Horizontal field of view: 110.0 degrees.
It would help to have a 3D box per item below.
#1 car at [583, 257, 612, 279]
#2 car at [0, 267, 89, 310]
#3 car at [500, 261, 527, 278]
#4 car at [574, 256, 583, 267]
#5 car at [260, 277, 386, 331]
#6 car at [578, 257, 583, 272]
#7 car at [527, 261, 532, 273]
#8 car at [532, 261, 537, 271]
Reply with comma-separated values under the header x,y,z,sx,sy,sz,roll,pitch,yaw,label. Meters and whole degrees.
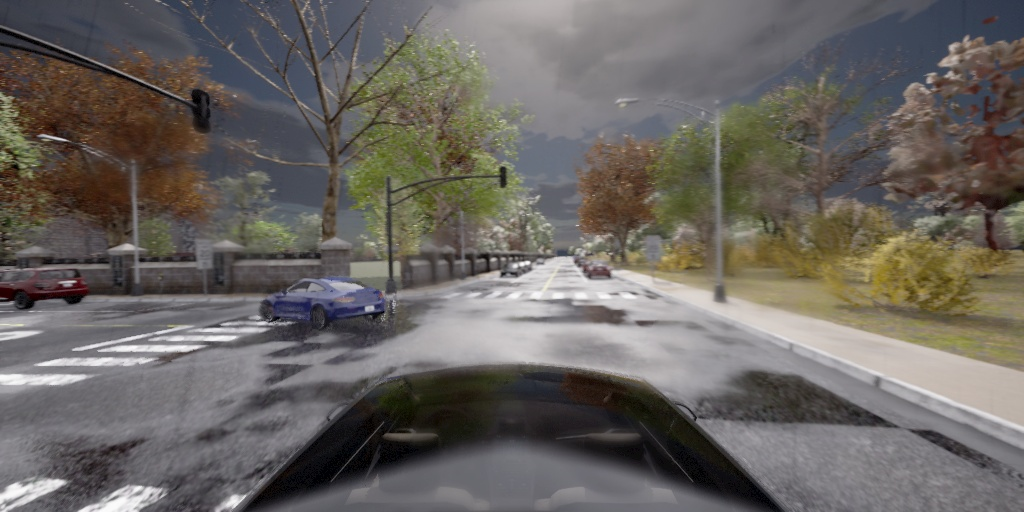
x,y,z,sx,sy,sz,roll,pitch,yaw,label
7.398,1.052,30.800,1.967,1.591,4.097,0,0,9,car
-23.253,1.506,17.211,5.009,1.841,2.192,0,0,8,car
-0.001,1.321,34.965,1.948,1.339,4.313,0,0,9,car
11.179,1.112,56.287,1.948,1.339,4.313,0,0,9,car
-6.034,1.382,11.416,4.674,1.442,1.812,-1,-1,31,car
8.639,1.135,39.412,1.888,1.381,4.507,0,0,9,car
0.847,1.305,40.588,1.948,1.339,4.313,0,0,9,car
1.694,1.291,46.213,1.948,1.339,4.313,0,0,9,car
